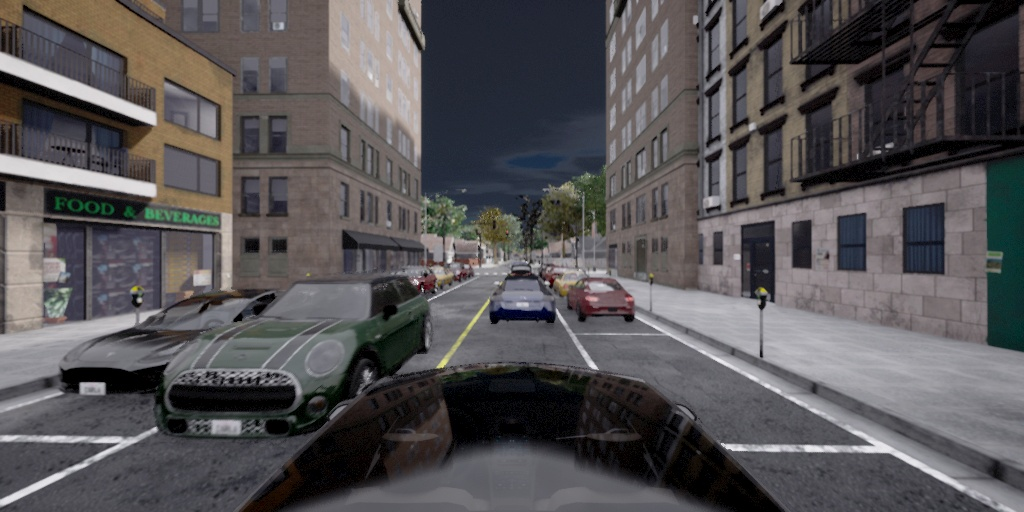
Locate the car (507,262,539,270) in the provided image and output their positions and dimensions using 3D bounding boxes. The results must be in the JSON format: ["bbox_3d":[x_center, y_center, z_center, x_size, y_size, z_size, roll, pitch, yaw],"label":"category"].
[{"bbox_3d":[0.617,1.296,24.081,1.837,1.490,4.892,0,0,1],"label":"car"}]

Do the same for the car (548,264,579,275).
[{"bbox_3d":[3.002,1.303,17.761,1.751,1.417,4.829,0,0,1],"label":"car"}]

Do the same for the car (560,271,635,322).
[{"bbox_3d":[2.863,1.348,12.074,1.802,1.307,4.207,0,0,1],"label":"car"}]

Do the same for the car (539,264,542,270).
[{"bbox_3d":[3.267,1.383,28.624,1.802,1.307,4.207,0,0,1],"label":"car"}]

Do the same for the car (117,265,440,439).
[{"bbox_3d":[-2.777,1.108,5.795,2.097,1.767,4.553,0,0,1],"label":"car"}]

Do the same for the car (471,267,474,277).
[{"bbox_3d":[-4.621,1.394,34.335,1.802,1.307,4.207,0,0,1],"label":"car"}]

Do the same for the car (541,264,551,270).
[{"bbox_3d":[3.133,1.334,23.107,1.888,1.381,4.507,0,0,1],"label":"car"}]

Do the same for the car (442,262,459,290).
[{"bbox_3d":[-4.894,1.314,23.130,1.751,1.417,4.829,0,0,1],"label":"car"}]

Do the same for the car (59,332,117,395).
[{"bbox_3d":[-5.294,1.323,6.750,1.948,1.339,4.313,0,0,1],"label":"car"}]

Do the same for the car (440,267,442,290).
[{"bbox_3d":[-5.025,1.217,17.783,1.967,1.591,4.097,0,0,1],"label":"car"}]

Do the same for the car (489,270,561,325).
[{"bbox_3d":[0.327,1.330,11.976,1.994,1.385,4.181,0,0,1],"label":"car"}]

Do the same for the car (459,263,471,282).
[{"bbox_3d":[-4.756,1.240,28.817,1.967,1.591,4.097,0,0,1],"label":"car"}]
